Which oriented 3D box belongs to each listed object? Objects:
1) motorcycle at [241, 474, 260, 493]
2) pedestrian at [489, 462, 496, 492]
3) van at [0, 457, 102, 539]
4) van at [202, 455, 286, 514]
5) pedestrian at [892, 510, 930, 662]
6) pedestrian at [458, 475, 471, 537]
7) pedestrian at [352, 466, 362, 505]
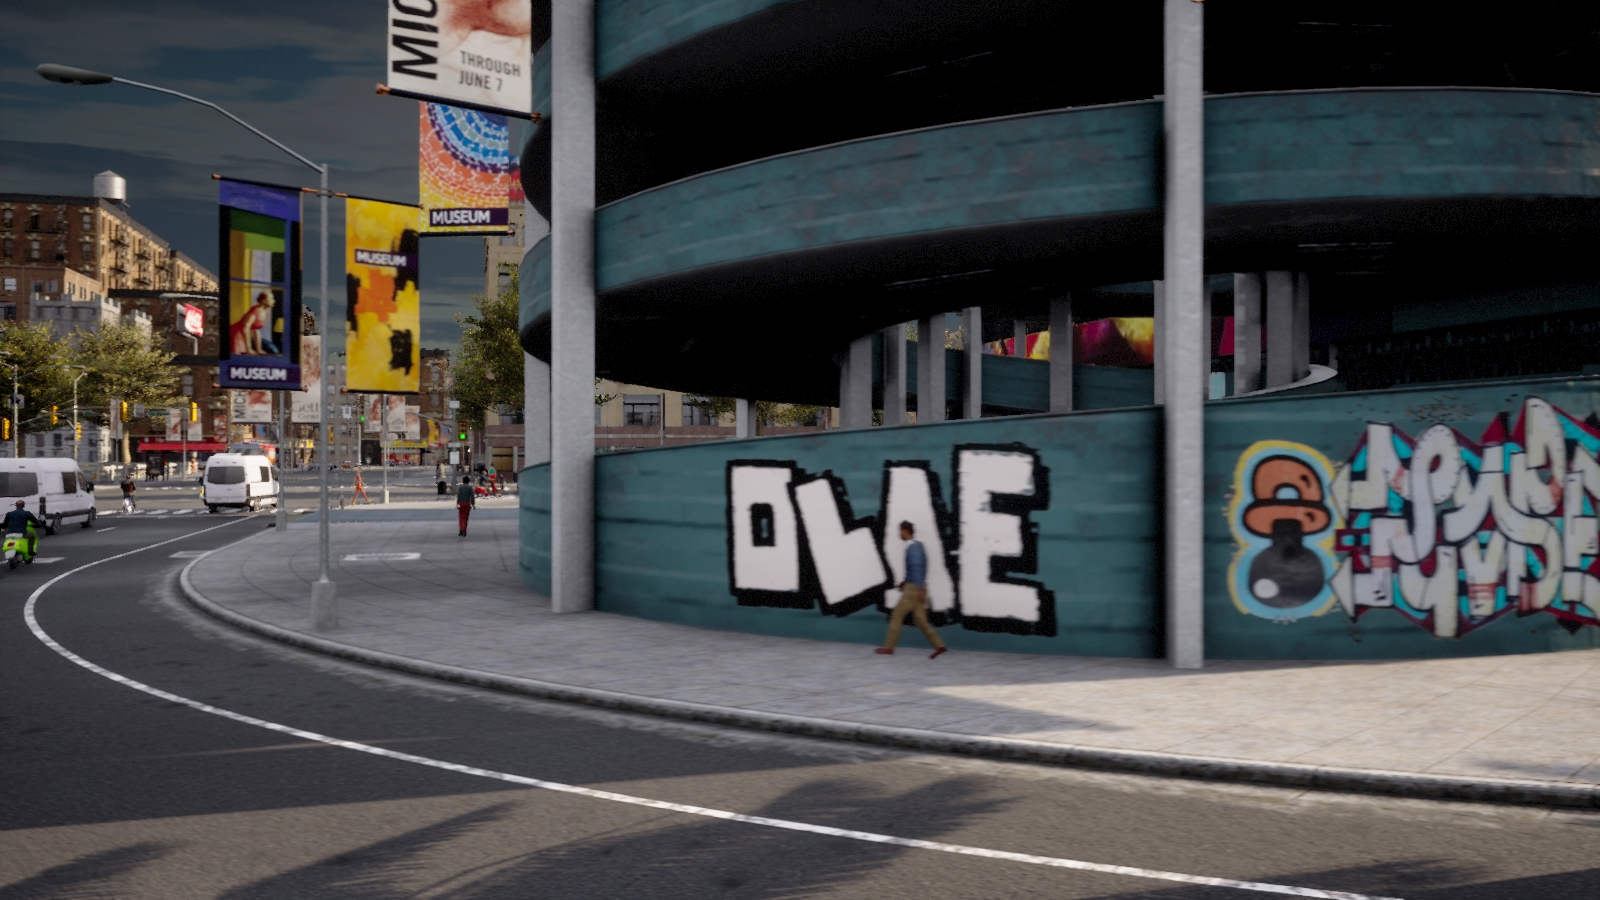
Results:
[{"bbox_3d":[-36.381,2.208,75.672,0.856,1.236,1.805,0,0,-16],"label":"motorcycle"},{"bbox_3d":[-19.658,1.731,73.085,0.375,1.860,0.375,0,0,-9],"label":"pedestrian"},{"bbox_3d":[-25.968,1.547,39.164,1.988,2.561,5.915,0,0,-16],"label":"van"},{"bbox_3d":[-25.930,1.553,53.517,1.988,2.561,5.915,0,0,-10],"label":"van"},{"bbox_3d":[1.403,1.702,14.433,0.375,1.860,0.375,0,0,23],"label":"pedestrian"},{"bbox_3d":[-10.250,1.709,34.939,0.375,1.860,0.375,0,0,-16],"label":"pedestrian"},{"bbox_3d":[-21.399,1.717,55.229,0.375,1.860,0.375,0,0,-32],"label":"pedestrian"}]
